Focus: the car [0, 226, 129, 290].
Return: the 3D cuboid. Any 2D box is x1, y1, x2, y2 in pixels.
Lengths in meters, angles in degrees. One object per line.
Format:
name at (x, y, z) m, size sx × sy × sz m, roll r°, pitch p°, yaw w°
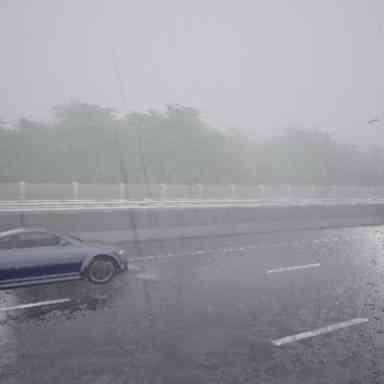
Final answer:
car at (-3.720, 1.558, 8.255) m, size 4.181 × 1.385 × 1.994 m, roll 0°, pitch 0°, yaw -28°
